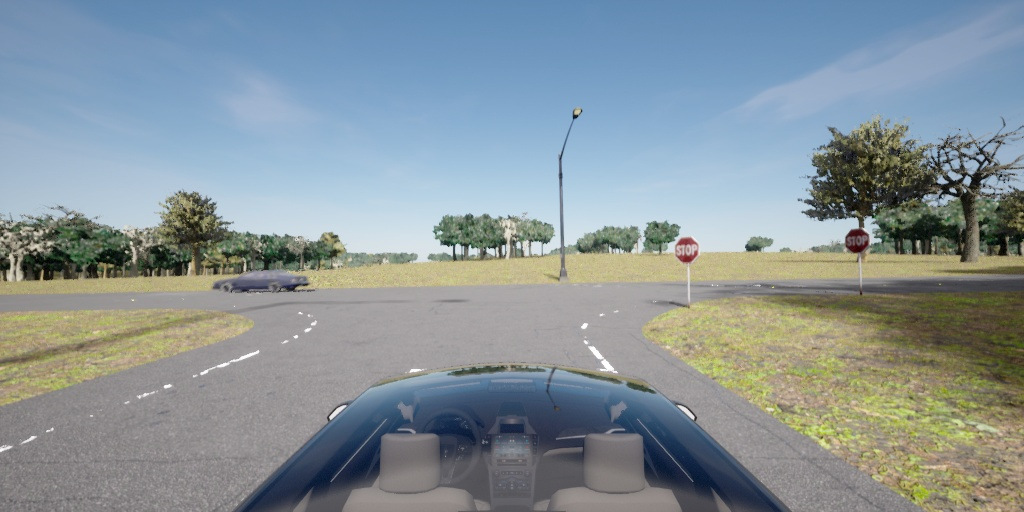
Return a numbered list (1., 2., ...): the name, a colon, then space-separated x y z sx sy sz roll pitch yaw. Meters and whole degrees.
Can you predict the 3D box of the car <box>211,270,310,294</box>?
1. car: -15.950 1.618 22.966 5.357 1.411 2.033 -1 -2 0
